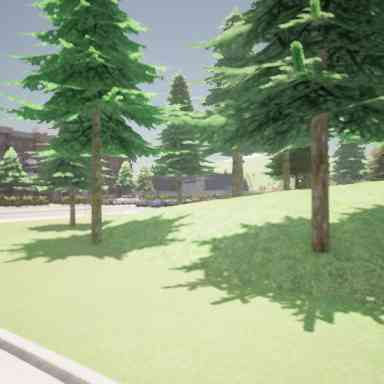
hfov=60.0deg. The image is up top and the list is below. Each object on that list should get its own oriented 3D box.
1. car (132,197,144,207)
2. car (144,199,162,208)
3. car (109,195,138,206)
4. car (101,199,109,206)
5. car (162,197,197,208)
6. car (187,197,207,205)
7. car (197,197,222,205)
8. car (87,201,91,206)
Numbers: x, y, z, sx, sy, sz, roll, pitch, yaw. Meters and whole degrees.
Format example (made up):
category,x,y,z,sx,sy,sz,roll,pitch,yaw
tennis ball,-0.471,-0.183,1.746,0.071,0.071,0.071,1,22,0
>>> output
category,x,y,z,sx,sy,sz,roll,pitch,yaw
car,-7.695,1.947,57.505,1.994,1.385,4.181,-1,0,35
car,-4.989,1.896,55.273,2.033,1.411,5.357,-1,0,35
car,-12.648,1.682,64.448,2.150,2.045,5.566,-1,0,36
car,-15.989,2.020,65.732,1.812,1.442,4.674,-1,0,35
car,-1.948,1.807,53.509,2.128,1.511,4.902,-1,0,35
car,1.054,1.872,69.986,1.812,1.442,4.674,-1,0,35
car,3.573,1.950,67.481,1.895,1.301,4.718,-1,0,35
car,-18.895,2.123,67.663,1.895,1.301,4.718,-1,0,35
